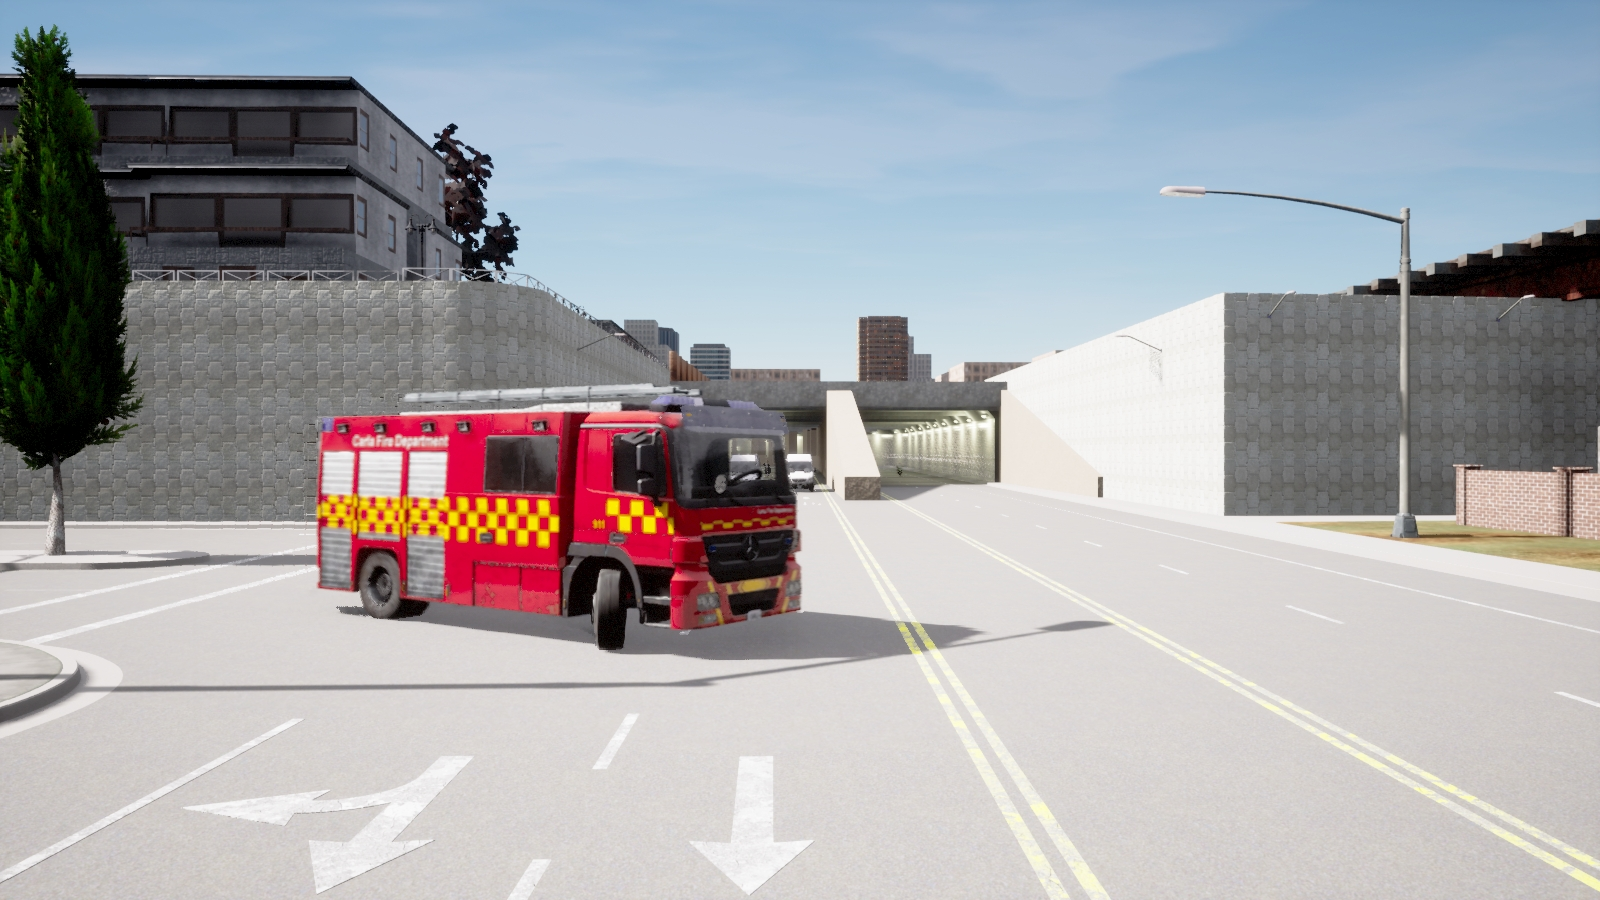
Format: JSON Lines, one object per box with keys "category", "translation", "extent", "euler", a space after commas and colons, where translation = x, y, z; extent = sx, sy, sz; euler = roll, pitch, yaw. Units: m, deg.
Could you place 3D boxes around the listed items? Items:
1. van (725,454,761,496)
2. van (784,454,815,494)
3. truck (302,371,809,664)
{"category": "van", "translation": [-3.557, 1.534, 72.650], "extent": [1.988, 2.561, 5.915], "euler": [0, 0, 0]}
{"category": "van", "translation": [-0.058, 1.534, 76.819], "extent": [1.988, 2.561, 5.915], "euler": [0, 0, 0]}
{"category": "truck", "translation": [-4.198, 0.890, 18.445], "extent": [8.468, 3.827, 2.891], "euler": [0, -1, 34]}
